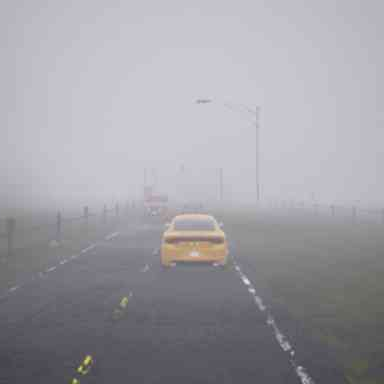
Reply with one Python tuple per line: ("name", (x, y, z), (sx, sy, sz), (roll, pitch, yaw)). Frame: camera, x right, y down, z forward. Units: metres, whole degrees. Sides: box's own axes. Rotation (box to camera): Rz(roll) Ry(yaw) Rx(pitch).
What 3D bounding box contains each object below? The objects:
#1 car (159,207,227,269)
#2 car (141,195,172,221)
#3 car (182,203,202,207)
("car", (0.073, 1.490, 11.268), (1.882, 1.535, 5.008), (0, 0, 0))
("car", (-2.859, 1.254, 28.059), (2.150, 2.045, 5.566), (0, 0, 0))
("car", (0.073, 1.634, 28.977), (1.895, 1.301, 4.718), (0, 0, 0))
